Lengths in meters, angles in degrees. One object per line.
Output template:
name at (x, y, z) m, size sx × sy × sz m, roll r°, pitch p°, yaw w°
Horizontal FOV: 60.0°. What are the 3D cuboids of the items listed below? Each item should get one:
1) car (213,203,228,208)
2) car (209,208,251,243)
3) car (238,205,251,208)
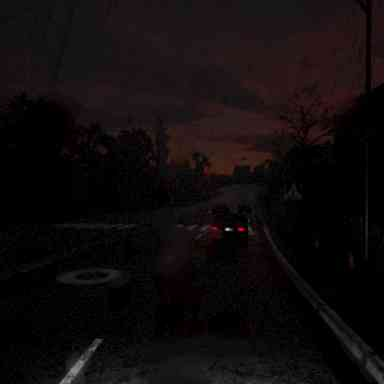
car at (4.009, 2.314, 46.489) m, size 1.812 × 1.442 × 4.674 m, roll 0°, pitch -1°, yaw 11°
car at (2.009, 1.782, 17.432) m, size 2.033 × 1.411 × 5.357 m, roll 0°, pitch -1°, yaw 9°
car at (7.383, 2.429, 46.815) m, size 1.895 × 1.301 × 4.718 m, roll 0°, pitch -1°, yaw 11°
